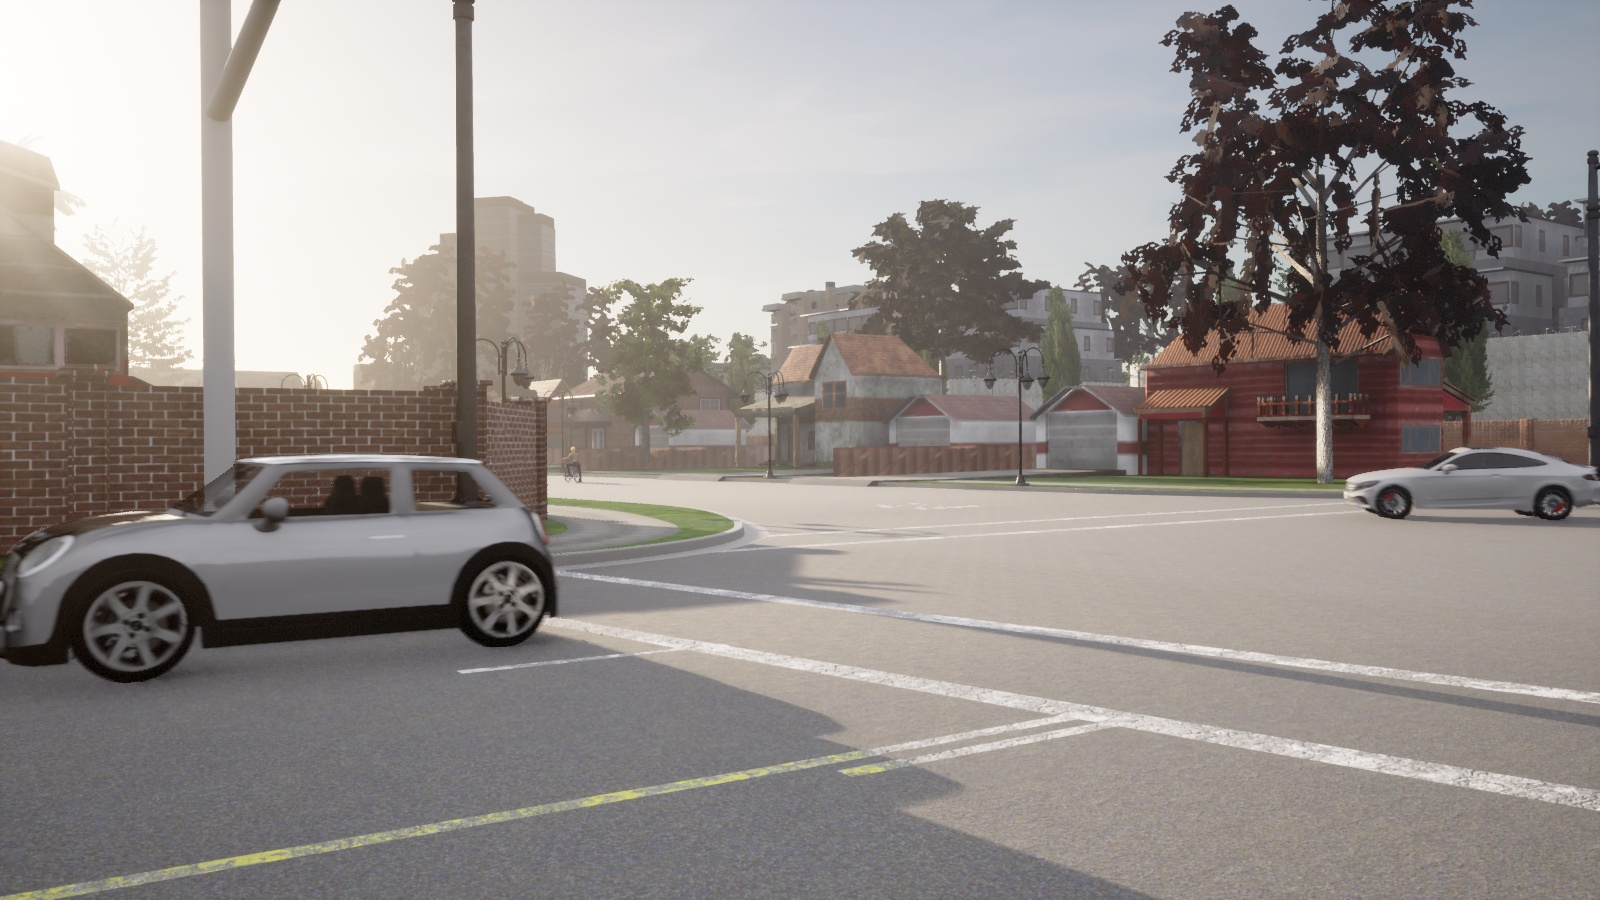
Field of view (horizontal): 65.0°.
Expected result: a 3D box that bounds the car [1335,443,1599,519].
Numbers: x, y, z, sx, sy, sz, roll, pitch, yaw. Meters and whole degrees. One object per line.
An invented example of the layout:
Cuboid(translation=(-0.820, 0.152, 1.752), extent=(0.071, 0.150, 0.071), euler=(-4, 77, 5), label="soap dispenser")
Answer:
Cuboid(translation=(13.548, 0.609, 25.583), extent=(4.674, 1.442, 1.812), euler=(-1, 1, 16), label="car")

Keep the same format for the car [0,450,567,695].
Cuboid(translation=(-3.934, 0.745, 9.451), extent=(3.806, 1.475, 1.970), euler=(0, 0, -35), label="car")
